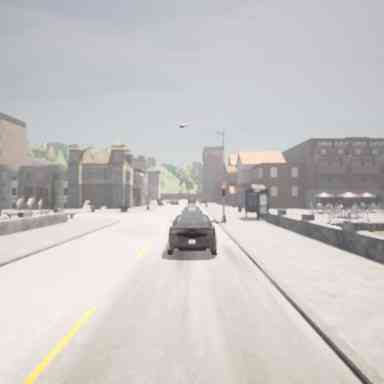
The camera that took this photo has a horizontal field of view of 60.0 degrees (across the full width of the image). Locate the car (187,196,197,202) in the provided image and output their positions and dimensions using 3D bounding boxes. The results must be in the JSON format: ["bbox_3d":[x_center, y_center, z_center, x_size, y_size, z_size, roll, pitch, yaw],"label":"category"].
[{"bbox_3d":[-0.034,2.113,84.652,2.150,2.045,5.566,0,-1,0],"label":"car"}]

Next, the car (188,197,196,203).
[{"bbox_3d":[-0.038,2.194,95.012,2.097,1.767,4.553,0,-1,0],"label":"car"}]

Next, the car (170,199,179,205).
[{"bbox_3d":[-4.031,2.359,77.349,2.033,1.411,5.357,0,-1,0],"label":"car"}]

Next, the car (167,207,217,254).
[{"bbox_3d":[0.023,1.629,14.237,1.882,1.535,5.008,0,0,0],"label":"car"}]

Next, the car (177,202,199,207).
[{"bbox_3d":[-0.020,1.840,27.515,2.033,1.411,5.357,0,-1,0],"label":"car"}]
